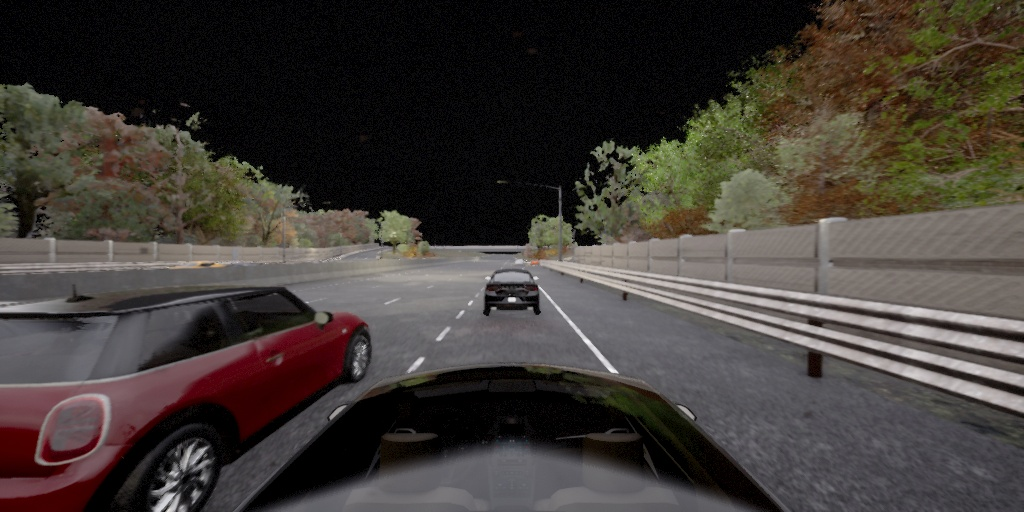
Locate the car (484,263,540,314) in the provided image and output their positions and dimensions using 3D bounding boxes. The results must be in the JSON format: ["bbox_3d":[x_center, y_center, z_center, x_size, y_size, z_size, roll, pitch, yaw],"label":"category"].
[{"bbox_3d":[-0.001,1.216,13.692,1.882,1.535,5.008,0,0,0],"label":"car"}]

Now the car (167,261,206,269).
[{"bbox_3d":[-28.054,1.216,31.920,1.882,1.535,5.008,0,0,1],"label":"car"}]

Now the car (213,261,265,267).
[{"bbox_3d":[-21.036,1.299,28.739,1.994,1.385,4.181,0,0,1],"label":"car"}]

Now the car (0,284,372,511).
[{"bbox_3d":[-3.403,1.099,4.211,2.097,1.767,4.553,0,0,0],"label":"car"}]

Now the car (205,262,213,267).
[{"bbox_3d":[-24.536,1.339,32.398,1.895,1.301,4.718,0,0,1],"label":"car"}]
